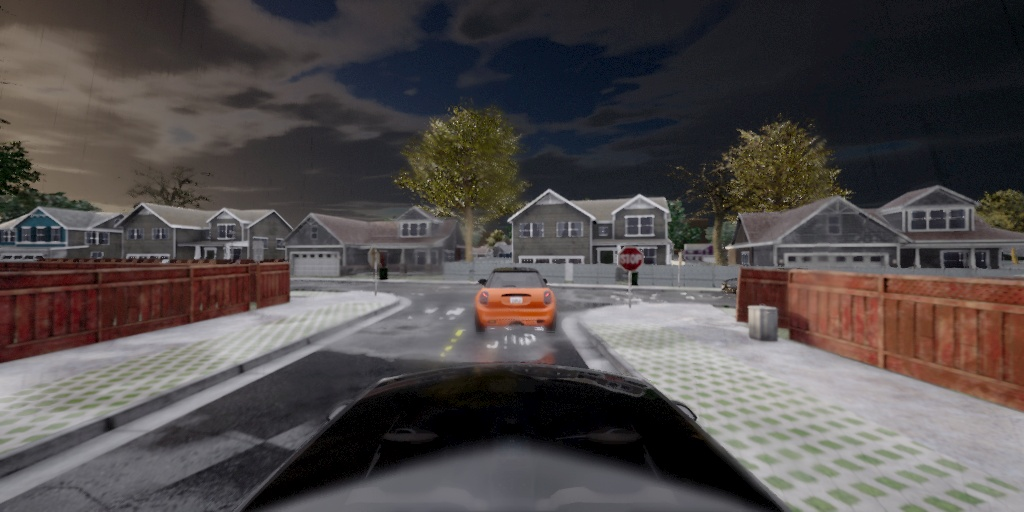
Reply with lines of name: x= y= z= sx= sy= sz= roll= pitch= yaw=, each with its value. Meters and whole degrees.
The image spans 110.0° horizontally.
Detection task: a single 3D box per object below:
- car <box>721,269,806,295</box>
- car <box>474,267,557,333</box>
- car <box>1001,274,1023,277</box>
car: x=12.911 y=1.343 z=17.323 sx=4.892 sy=1.490 sz=1.837 roll=0 pitch=0 yaw=18
car: x=0.035 y=1.105 z=10.921 sx=2.097 sy=1.767 sz=4.553 roll=0 pitch=0 yaw=-2
car: x=22.995 y=1.112 z=13.903 sx=5.566 sy=2.045 sz=2.150 roll=0 pitch=0 yaw=20
